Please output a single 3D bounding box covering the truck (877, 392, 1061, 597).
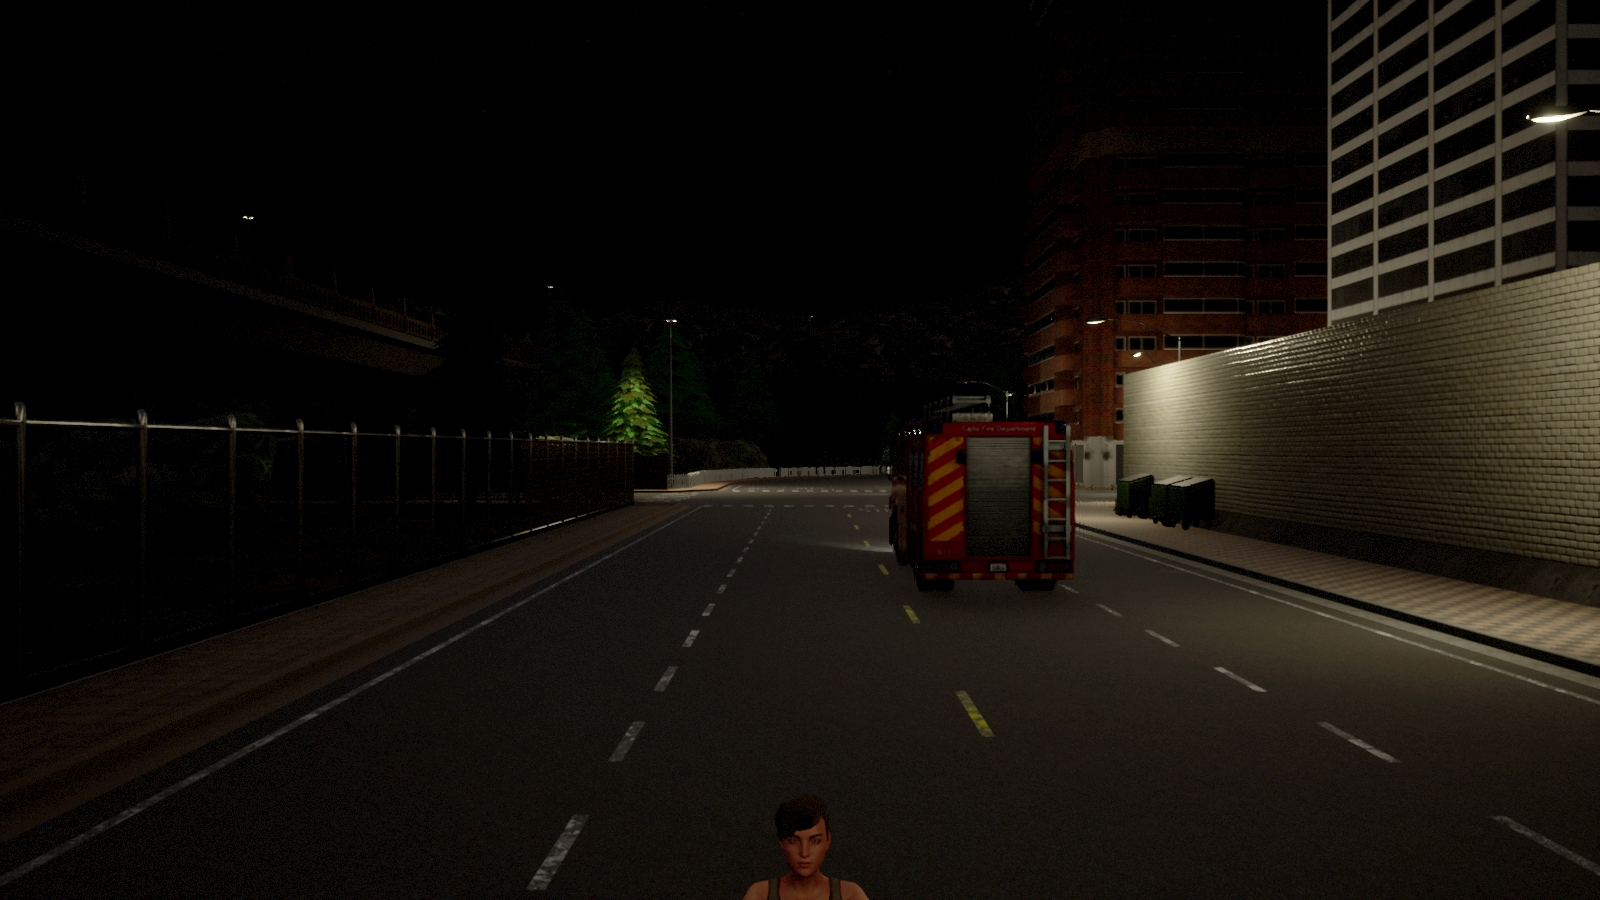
[{"bbox_3d":[3.441,0.827,25.506,2.891,3.827,8.468,0,0,0],"label":"truck"}]

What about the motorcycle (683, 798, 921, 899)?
[{"bbox_3d":[0.006,2.098,3.551,0.764,1.307,2.356,0,0,0],"label":"motorcycle"}]
